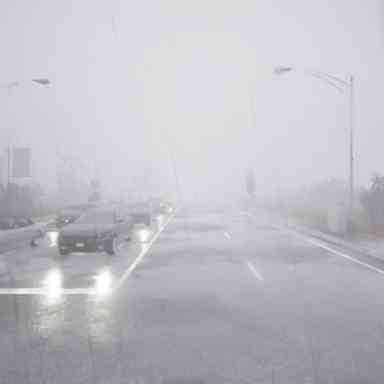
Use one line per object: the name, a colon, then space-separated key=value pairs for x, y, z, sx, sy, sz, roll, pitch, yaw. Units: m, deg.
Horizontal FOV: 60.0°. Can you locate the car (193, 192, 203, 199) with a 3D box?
car: x=1.391 y=1.097 z=93.300 sx=2.033 sy=1.411 sz=5.357 roll=0 pitch=0 yaw=4

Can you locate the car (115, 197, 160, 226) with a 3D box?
car: x=-3.590 y=1.371 z=22.760 sx=1.882 sy=1.535 sz=5.008 roll=0 pitch=0 yaw=0

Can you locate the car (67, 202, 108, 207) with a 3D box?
car: x=-7.091 y=1.405 z=21.308 sx=1.837 sy=1.490 sz=4.892 roll=0 pitch=0 yaw=0

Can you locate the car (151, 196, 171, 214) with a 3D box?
car: x=-3.563 y=1.200 z=32.560 sx=2.097 sy=1.767 sz=4.553 roll=0 pitch=0 yaw=0

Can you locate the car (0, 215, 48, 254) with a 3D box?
car: x=-7.105 y=1.544 z=11.994 sx=1.895 sy=1.301 sz=4.718 roll=0 pitch=0 yaw=1

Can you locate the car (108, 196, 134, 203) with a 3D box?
car: x=-7.071 y=1.402 z=31.149 sx=2.033 sy=1.411 sz=5.357 roll=0 pitch=0 yaw=0

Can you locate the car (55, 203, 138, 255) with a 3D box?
car: x=-3.594 y=1.416 z=13.181 sx=1.882 sy=1.535 sz=5.008 roll=0 pitch=0 yaw=0

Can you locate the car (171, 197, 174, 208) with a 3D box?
car: x=-3.515 y=1.269 z=44.623 sx=1.882 sy=1.535 sz=5.008 roll=0 pitch=0 yaw=0

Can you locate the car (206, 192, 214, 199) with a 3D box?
car: x=4.916 y=1.084 z=93.512 sx=2.128 sy=1.511 sz=4.902 roll=0 pitch=0 yaw=4
